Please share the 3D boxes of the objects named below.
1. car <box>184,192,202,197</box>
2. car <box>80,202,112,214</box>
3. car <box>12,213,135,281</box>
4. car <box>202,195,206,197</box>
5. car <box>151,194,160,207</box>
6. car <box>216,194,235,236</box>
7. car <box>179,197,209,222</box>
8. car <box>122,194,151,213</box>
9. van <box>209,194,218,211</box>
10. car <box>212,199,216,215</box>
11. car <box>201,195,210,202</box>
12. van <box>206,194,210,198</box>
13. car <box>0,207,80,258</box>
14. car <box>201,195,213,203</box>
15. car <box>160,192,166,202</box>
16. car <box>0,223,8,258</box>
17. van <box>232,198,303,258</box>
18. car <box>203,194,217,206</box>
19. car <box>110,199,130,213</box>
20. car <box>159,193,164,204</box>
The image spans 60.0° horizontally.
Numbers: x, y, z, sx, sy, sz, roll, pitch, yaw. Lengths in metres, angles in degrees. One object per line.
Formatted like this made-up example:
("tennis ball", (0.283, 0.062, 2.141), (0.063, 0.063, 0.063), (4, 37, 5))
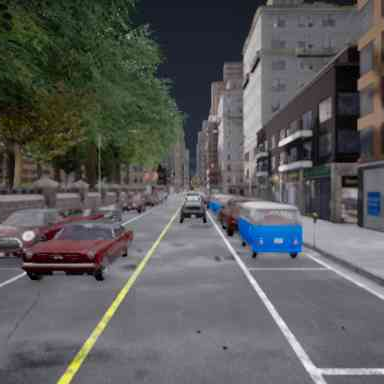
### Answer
("car", (0.102, 0.969, 44.093), (2.150, 2.045, 5.566), (0, 0, 0))
("car", (-5.855, 1.445, 17.535), (1.887, 1.381, 4.507), (0, 0, 0))
("car", (-3.034, 1.544, 9.844), (1.895, 1.301, 4.718), (0, 0, 1))
("car", (2.672, 1.092, 39.155), (2.192, 1.841, 5.009), (0, 0, 0))
("car", (-5.854, 1.291, 44.571), (1.887, 1.381, 4.507), (0, 0, 0))
("car", (2.671, 1.215, 17.522), (2.192, 1.841, 5.009), (0, 0, 0))
("car", (0.092, 1.364, 24.893), (1.837, 1.490, 4.892), (0, 0, 0))
("car", (-5.854, 1.123, 33.755), (2.192, 1.841, 5.009), (0, 0, 0))
("van", (2.671, 1.180, 28.338), (1.690, 1.788, 3.998), (0, 0, 0))
("car", (2.670, 1.436, 22.931), (1.947, 1.339, 4.313), (0, 0, 0))
("car", (2.674, 1.201, 66.263), (1.802, 1.307, 4.206), (0, 0, 2))
("van", (2.672, 1.150, 33.746), (1.690, 1.788, 3.998), (0, 0, 0))
("car", (-5.855, 1.371, 12.127), (1.967, 1.590, 4.097), (0, 0, 0))
("car", (2.673, 1.196, 60.789), (1.887, 1.381, 4.507), (0, 0, 0))
("car", (-5.853, 1.123, 55.385), (1.967, 1.590, 4.097), (0, 0, 0))
("car", (-5.856, 1.543, 6.720), (1.802, 1.307, 4.206), (0, 0, 0))
("van", (2.671, 1.272, 12.114), (1.690, 1.788, 3.998), (0, 0, 0))
("car", (2.672, 1.155, 49.971), (1.967, 1.590, 4.097), (0, 0, 0))
("car", (-5.855, 1.420, 22.942), (2.008, 1.369, 4.403), (0, 0, 0))
("car", (-5.853, 1.265, 49.978), (2.008, 1.369, 4.403), (0, 0, 0))
